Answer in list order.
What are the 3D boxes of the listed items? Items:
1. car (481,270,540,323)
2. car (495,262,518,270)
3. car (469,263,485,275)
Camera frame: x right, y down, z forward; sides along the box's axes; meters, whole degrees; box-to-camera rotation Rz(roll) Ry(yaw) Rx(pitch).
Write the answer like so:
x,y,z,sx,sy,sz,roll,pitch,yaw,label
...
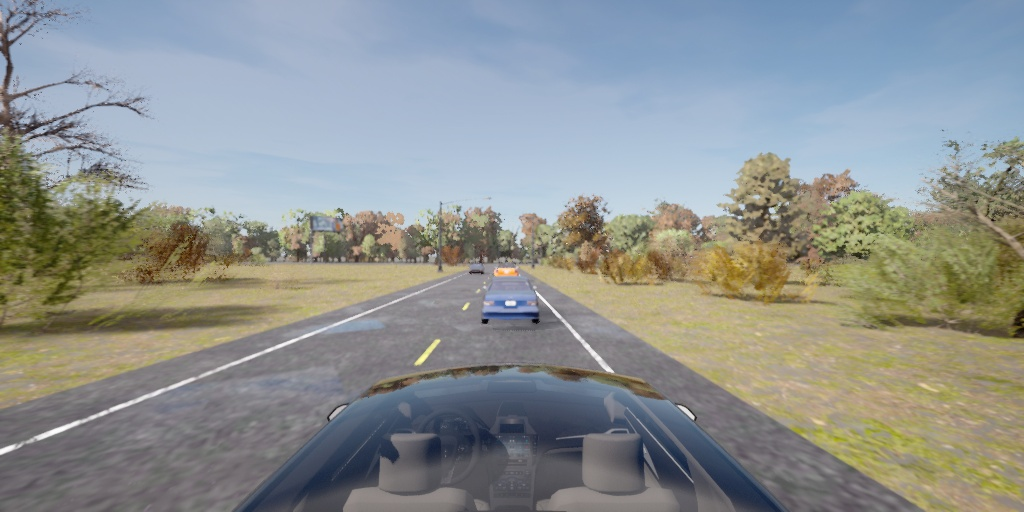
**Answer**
x,y,z,sx,sy,sz,roll,pitch,yaw,label
-0.069,1.391,12.570,2.033,1.411,5.357,0,0,-1,car
-0.490,1.356,32.171,2.097,1.767,4.553,0,0,-1,car
-4.503,1.666,46.427,2.033,1.411,5.357,0,0,-1,car
